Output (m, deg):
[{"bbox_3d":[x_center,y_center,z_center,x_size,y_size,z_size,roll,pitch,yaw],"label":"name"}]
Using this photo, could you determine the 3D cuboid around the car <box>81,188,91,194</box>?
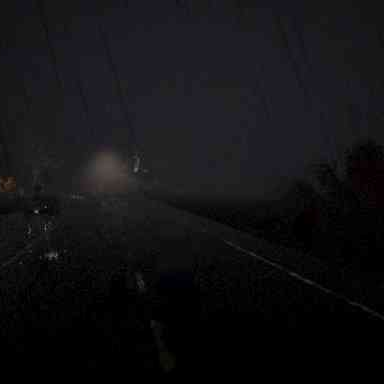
[{"bbox_3d":[-24.692,-0.234,77.347,1.812,1.442,4.674,-2,2,-15],"label":"car"}]

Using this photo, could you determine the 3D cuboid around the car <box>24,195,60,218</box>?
[{"bbox_3d":[-11.074,0.994,24.748,2.128,1.511,4.902,-2,2,-14],"label":"car"}]
